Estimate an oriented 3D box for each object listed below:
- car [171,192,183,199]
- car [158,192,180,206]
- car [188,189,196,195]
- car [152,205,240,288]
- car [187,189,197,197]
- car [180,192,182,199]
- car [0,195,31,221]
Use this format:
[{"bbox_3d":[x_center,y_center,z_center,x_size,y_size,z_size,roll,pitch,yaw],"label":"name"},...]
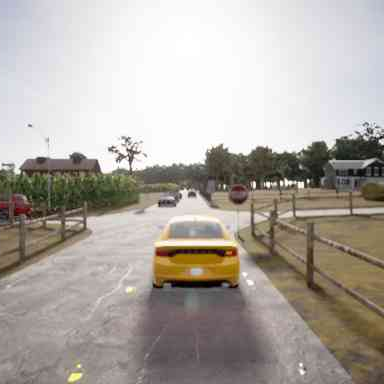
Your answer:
[{"bbox_3d":[-2.758,0.626,61.321,1.895,1.301,4.718,0,1,0],"label":"car"},{"bbox_3d":[-2.859,0.947,39.264,1.994,1.385,4.181,0,1,1],"label":"car"},{"bbox_3d":[0.012,0.018,81.098,1.882,1.535,5.008,0,1,0],"label":"car"},{"bbox_3d":[0.064,1.345,8.871,1.882,1.535,5.008,0,1,-1],"label":"car"},{"bbox_3d":[0.008,0.367,70.672,1.837,1.490,4.892,0,1,0],"label":"car"},{"bbox_3d":[-2.823,0.815,49.620,1.895,1.301,4.718,0,1,0],"label":"car"},{"bbox_3d":[-15.821,1.258,26.398,5.566,2.045,2.150,-1,-1,-1],"label":"car"}]
